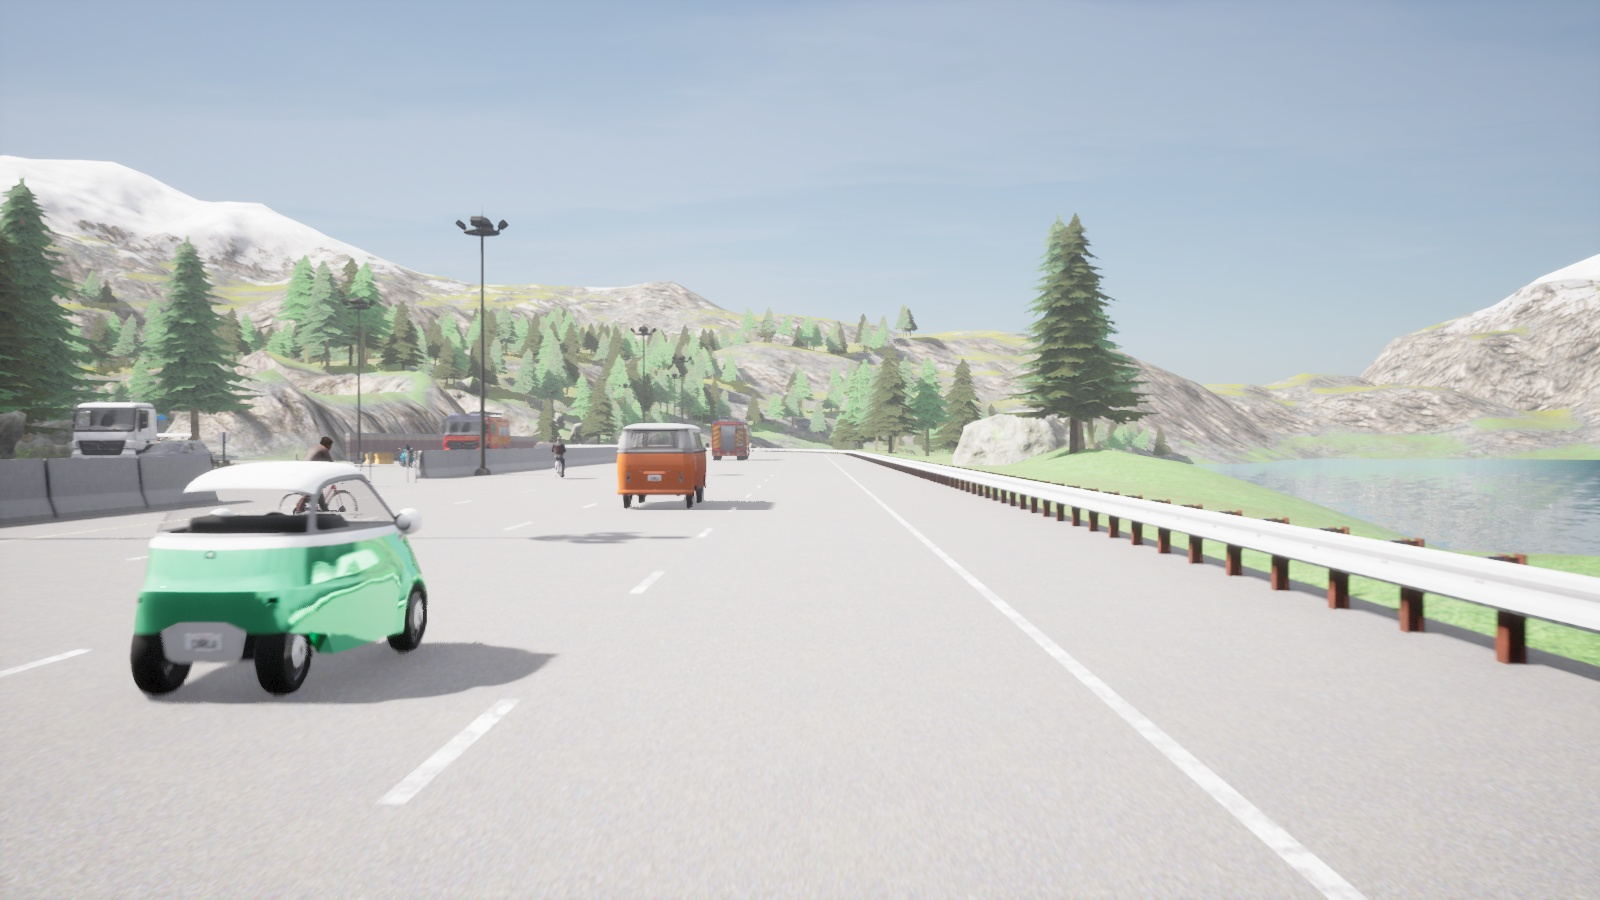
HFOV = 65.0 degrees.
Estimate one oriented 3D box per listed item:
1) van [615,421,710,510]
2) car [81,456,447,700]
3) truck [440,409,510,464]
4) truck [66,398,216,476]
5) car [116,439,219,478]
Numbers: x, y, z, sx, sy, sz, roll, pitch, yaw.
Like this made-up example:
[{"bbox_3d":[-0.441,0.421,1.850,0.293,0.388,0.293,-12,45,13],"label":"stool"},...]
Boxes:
[{"bbox_3d":[-3.250,0.329,30.382,1.775,1.987,4.442,0,1,0],"label":"van"},{"bbox_3d":[-3.424,0.750,8.400,1.481,1.376,2.207,0,1,0],"label":"car"},{"bbox_3d":[-23.758,-0.957,92.213,2.891,3.827,8.468,0,0,0],"label":"truck"},{"bbox_3d":[-31.017,-0.596,59.563,2.891,3.462,7.936,0,0,0],"label":"truck"},{"bbox_3d":[-27.555,0.344,54.936,2.033,1.649,4.856,0,0,0],"label":"car"}]
